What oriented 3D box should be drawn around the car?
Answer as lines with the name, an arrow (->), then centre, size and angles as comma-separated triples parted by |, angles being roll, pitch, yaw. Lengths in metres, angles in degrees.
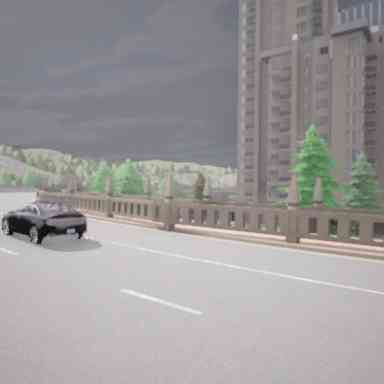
car -> -6.221, 1.159, 13.841 | 4.902, 1.511, 2.128 | 2, 1, 43
